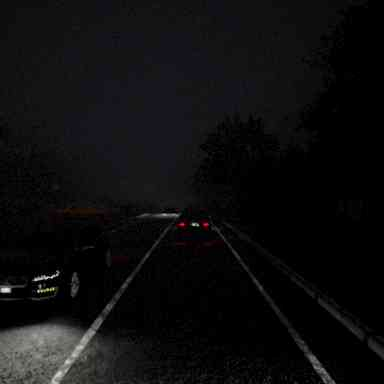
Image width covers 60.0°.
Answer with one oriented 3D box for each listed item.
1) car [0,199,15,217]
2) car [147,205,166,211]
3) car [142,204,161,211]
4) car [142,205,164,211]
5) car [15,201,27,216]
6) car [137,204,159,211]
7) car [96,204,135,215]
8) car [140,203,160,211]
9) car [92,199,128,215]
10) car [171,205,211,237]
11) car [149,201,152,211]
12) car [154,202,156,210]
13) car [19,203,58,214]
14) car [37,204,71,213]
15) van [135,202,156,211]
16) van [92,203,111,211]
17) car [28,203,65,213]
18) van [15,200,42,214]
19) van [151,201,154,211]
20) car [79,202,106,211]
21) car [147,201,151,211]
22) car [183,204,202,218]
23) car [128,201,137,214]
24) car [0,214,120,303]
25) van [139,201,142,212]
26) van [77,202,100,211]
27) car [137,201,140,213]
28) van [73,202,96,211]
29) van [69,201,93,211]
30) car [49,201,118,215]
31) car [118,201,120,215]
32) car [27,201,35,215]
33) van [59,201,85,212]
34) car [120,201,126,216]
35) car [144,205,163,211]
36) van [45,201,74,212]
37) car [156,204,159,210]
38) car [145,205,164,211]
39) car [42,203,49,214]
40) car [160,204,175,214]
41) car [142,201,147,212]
[{"bbox_3d":[-23.446,1.774,37.074,5.566,2.045,2.435,0,-2,0],"label":"car"},{"bbox_3d":[-10.131,4.537,95.058,5.366,1.575,1.946,0,-3,0],"label":"car"},{"bbox_3d":[-10.289,3.834,83.975,4.553,1.767,2.185,0,-3,0],"label":"car"},{"bbox_3d":[-10.134,4.101,86.741,5.366,1.575,1.946,0,-3,0],"label":"car"},{"bbox_3d":[-23.232,2.117,39.833,5.366,1.575,1.946,0,-2,0],"label":"car"},{"bbox_3d":[-10.317,3.668,78.424,5.008,1.535,2.097,0,-3,0],"label":"car"},{"bbox_3d":[-10.365,2.341,45.157,4.792,1.488,2.163,0,-2,0],"label":"car"},{"bbox_3d":[-10.290,3.688,81.203,4.553,1.767,2.185,0,-3,0],"label":"car"},{"bbox_3d":[-10.368,1.987,39.618,4.553,1.767,2.185,0,-2,0],"label":"car"},{"bbox_3d":[0.097,1.695,18.925,2.033,1.411,5.357,0,-1,0],"label":"car"},{"bbox_3d":[-10.332,2.956,61.803,4.674,1.452,2.002,0,-2,0],"label":"car"},{"bbox_3d":[-10.356,3.147,67.358,4.792,1.488,2.163,0,-3,0],"label":"car"},{"bbox_3d":[-23.408,2.515,50.779,5.008,1.535,2.097,0,-2,0],"label":"car"},{"bbox_3d":[-23.405,2.722,56.441,4.892,1.521,2.231,0,-2,0],"label":"car"},{"bbox_3d":[-10.208,3.152,72.891,4.442,1.987,1.878,0,-3,0],"label":"van"},{"bbox_3d":[-23.516,3.878,86.747,4.442,1.987,1.878,0,-3,0],"label":"van"},{"bbox_3d":[-23.407,2.620,53.673,5.008,1.535,2.097,0,-2,0],"label":"car"},{"bbox_3d":[-23.532,2.093,45.375,4.442,1.987,1.878,0,-2,0],"label":"van"},{"bbox_3d":[-10.211,2.791,64.587,4.442,1.987,1.878,0,-2,0],"label":"van"},{"bbox_3d":[-23.374,3.418,78.450,5.566,2.045,2.435,0,-3,0],"label":"car"},{"bbox_3d":[-10.300,2.845,59.027,4.792,1.488,2.163,0,-2,0],"label":"car"},{"bbox_3d":[0.096,2.137,38.023,2.033,1.411,5.357,0,-2,0],"label":"car"},{"bbox_3d":[-10.308,1.959,42.393,5.566,2.045,2.435,0,-2,0],"label":"car"},{"bbox_3d":[-3.351,1.533,8.418,1.837,1.490,4.892,0,0,0],"label":"car"},{"bbox_3d":[-10.450,2.287,50.715,4.442,1.987,1.878,0,-2,0],"label":"van"},{"bbox_3d":[-23.520,3.298,75.681,4.442,1.987,1.878,0,-3,0],"label":"van"},{"bbox_3d":[-10.337,2.452,47.931,4.674,1.452,2.002,0,-2,0],"label":"car"},{"bbox_3d":[-23.521,3.160,73.040,4.442,1.987,1.878,0,-3,0],"label":"van"},{"bbox_3d":[-23.289,3.008,70.141,4.442,1.987,1.878,0,-3,0],"label":"van"},{"bbox_3d":[-10.155,1.854,31.300,5.366,1.575,1.946,0,-2,0],"label":"car"},{"bbox_3d":[-10.345,1.935,34.068,4.892,1.521,2.231,0,-2,0],"label":"car"},{"bbox_3d":[-23.409,2.219,42.598,4.892,1.521,2.231,0,-2,0],"label":"car"},{"bbox_3d":[-23.291,2.797,64.753,4.442,1.987,1.878,0,-2,0],"label":"van"},{"bbox_3d":[-10.345,2.019,36.839,5.008,1.535,2.097,0,-2,0],"label":"car"},{"bbox_3d":[-10.312,4.251,89.514,4.892,1.521,2.231,0,-3,0],"label":"car"},{"bbox_3d":[-23.527,2.596,59.218,4.442,1.987,1.878,0,-2,0],"label":"van"},{"bbox_3d":[-10.354,2.981,70.120,5.566,2.045,2.435,0,-3,0],"label":"car"},{"bbox_3d":[-10.324,4.396,92.286,4.892,1.521,2.231,0,-3,0],"label":"car"},{"bbox_3d":[-23.382,2.294,48.139,4.553,1.767,2.185,0,-2,0],"label":"car"},{"bbox_3d":[-3.331,2.614,50.340,1.895,1.301,4.718,0,-2,0],"label":"car"},{"bbox_3d":[-10.337,2.613,53.481,5.008,1.535,2.097,0,-2,0],"label":"car"}]
